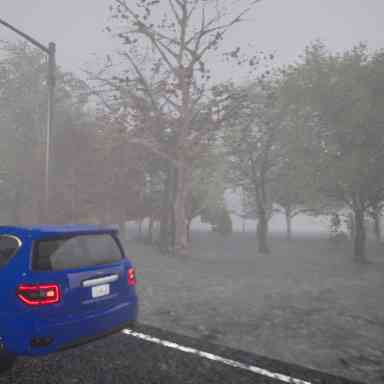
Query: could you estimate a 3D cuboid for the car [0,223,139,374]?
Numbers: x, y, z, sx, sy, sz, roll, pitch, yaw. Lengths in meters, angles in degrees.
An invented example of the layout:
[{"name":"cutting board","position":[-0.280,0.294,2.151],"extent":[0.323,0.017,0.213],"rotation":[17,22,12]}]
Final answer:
[{"name":"car","position":[-3.489,1.622,6.275],"extent":[5.566,2.045,2.150],"rotation":[-3,-5,35]}]
